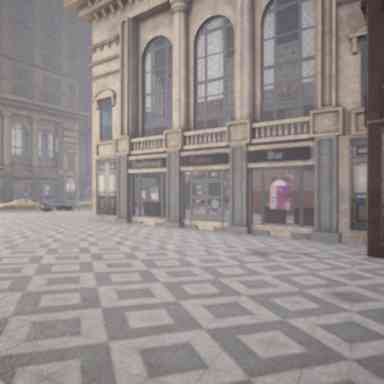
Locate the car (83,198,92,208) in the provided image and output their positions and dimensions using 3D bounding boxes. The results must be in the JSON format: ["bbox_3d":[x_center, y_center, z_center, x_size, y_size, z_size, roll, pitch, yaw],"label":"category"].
[{"bbox_3d":[-15.969,1.704,52.313,1.752,1.417,4.829,-1,-1,35],"label":"car"}]

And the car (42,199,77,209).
[{"bbox_3d":[-19.080,1.678,47.935,1.947,1.339,4.313,-1,-1,35],"label":"car"}]

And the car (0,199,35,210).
[{"bbox_3d":[-22.387,1.565,43.281,1.752,1.417,4.829,-1,-1,35],"label":"car"}]

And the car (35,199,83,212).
[{"bbox_3d":[-15.334,1.626,38.487,1.947,1.339,4.313,-1,-1,35],"label":"car"}]
